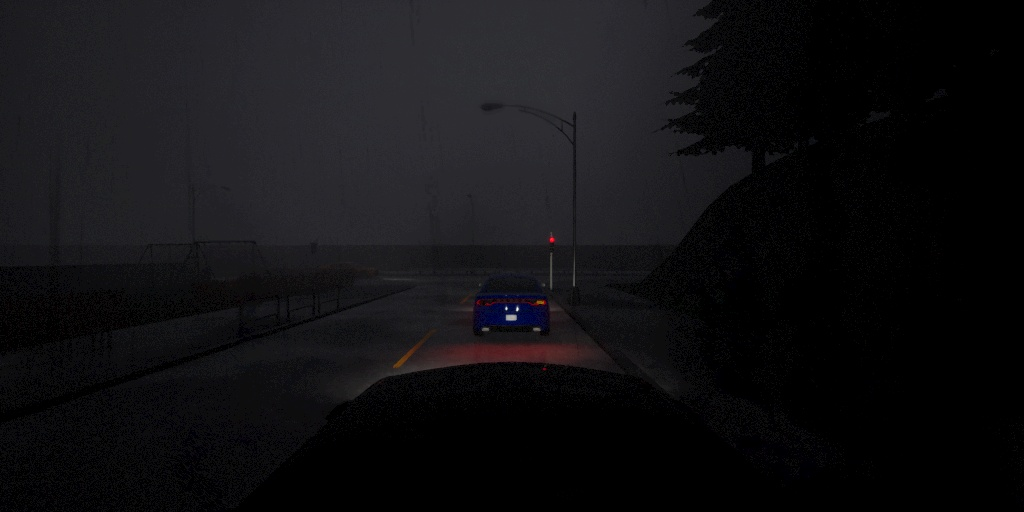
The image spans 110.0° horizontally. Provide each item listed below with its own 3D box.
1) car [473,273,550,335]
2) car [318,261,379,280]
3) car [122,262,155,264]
[{"bbox_3d":[-0.004,1.228,10.492,1.882,1.535,5.008,0,0,0],"label":"car"},{"bbox_3d":[-13.941,1.228,30.597,5.008,1.535,1.882,0,0,0],"label":"car"},{"bbox_3d":[-31.351,1.254,30.532,4.892,1.490,1.837,0,0,0],"label":"car"}]
